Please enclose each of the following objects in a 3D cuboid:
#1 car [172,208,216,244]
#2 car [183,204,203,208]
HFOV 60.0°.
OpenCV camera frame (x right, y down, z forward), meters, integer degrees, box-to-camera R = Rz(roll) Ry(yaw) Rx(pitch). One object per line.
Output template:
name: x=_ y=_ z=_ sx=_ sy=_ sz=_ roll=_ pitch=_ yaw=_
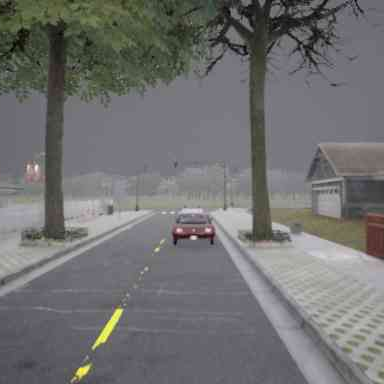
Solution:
car: x=0.082 y=1.666 z=16.271 sx=1.895 sy=1.301 sz=4.718 roll=0 pitch=0 yaw=0
car: x=0.074 y=1.780 z=31.674 sx=1.895 sy=1.301 sz=4.718 roll=0 pitch=0 yaw=1
